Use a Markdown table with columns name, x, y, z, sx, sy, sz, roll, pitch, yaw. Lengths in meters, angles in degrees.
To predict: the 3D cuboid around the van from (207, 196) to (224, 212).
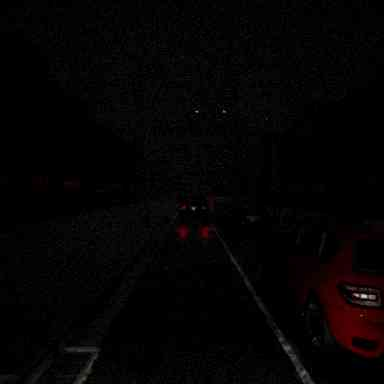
| name | x | y | z | sx | sy | sz | roll | pitch | yaw |
| --- | --- | --- | --- | --- | --- | --- | --- | --- | --- |
| van | 2.648 | 1.361 | 38.836 | 1.690 | 1.788 | 3.998 | 0 | 0 | 0 |

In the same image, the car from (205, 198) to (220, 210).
| name | x | y | z | sx | sy | sz | roll | pitch | yaw |
| --- | --- | --- | --- | --- | --- | --- | --- | --- | --- |
| car | 2.651 | 1.548 | 44.481 | 1.752 | 1.417 | 4.829 | 0 | 0 | 0 |

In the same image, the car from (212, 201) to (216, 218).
| name | x | y | z | sx | sy | sz | roll | pitch | yaw |
| --- | --- | --- | --- | --- | --- | --- | --- | --- | --- |
| car | 2.643 | 1.562 | 22.410 | 2.008 | 1.369 | 4.403 | 0 | 0 | 0 |

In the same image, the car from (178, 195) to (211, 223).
| name | x | y | z | sx | sy | sz | roll | pitch | yaw |
| --- | --- | --- | --- | --- | --- | --- | --- | --- | --- |
| car | 0.108 | 1.237 | 25.966 | 2.150 | 2.045 | 5.566 | 0 | 0 | 0 |

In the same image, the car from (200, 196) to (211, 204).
| name | x | y | z | sx | sy | sz | roll | pitch | yaw |
| --- | --- | --- | --- | --- | --- | --- | --- | --- | --- |
| car | 2.658 | 1.584 | 66.214 | 2.008 | 1.369 | 4.403 | 0 | 0 | 0 |

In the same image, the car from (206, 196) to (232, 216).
| name | x | y | z | sx | sy | sz | roll | pitch | yaw |
| --- | --- | --- | --- | --- | --- | --- | --- | --- | --- |
| car | 2.646 | 1.332 | 33.360 | 2.192 | 1.841 | 5.009 | 0 | 0 | 0 |

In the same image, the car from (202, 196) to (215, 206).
| name | x | y | z | sx | sy | sz | roll | pitch | yaw |
| --- | --- | --- | --- | --- | --- | --- | --- | --- | --- |
| car | 2.654 | 1.468 | 55.263 | 1.967 | 1.590 | 4.097 | 0 | 0 | 0 |

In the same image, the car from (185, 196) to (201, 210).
| name | x | y | z | sx | sy | sz | roll | pitch | yaw |
| --- | --- | --- | --- | --- | --- | --- | --- | --- | --- |
| car | 0.116 | 1.374 | 43.775 | 2.097 | 1.767 | 4.553 | 0 | 0 | 0 |

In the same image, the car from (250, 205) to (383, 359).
| name | x | y | z | sx | sy | sz | roll | pitch | yaw |
| --- | --- | --- | --- | --- | --- | --- | --- | --- | --- |
| car | 2.635 | 1.318 | 5.981 | 2.192 | 1.841 | 5.009 | 0 | 0 | 0 |

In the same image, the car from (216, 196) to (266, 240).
| name | x | y | z | sx | sy | sz | roll | pitch | yaw |
| --- | --- | --- | --- | --- | --- | --- | --- | --- | --- |
| car | 2.640 | 1.323 | 16.934 | 2.192 | 1.841 | 5.009 | 0 | 0 | 0 |

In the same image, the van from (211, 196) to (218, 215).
| name | x | y | z | sx | sy | sz | roll | pitch | yaw |
| --- | --- | --- | --- | --- | --- | --- | --- | --- | --- |
| van | 2.644 | 1.355 | 27.885 | 1.690 | 1.788 | 3.998 | 0 | 0 | 0 |
